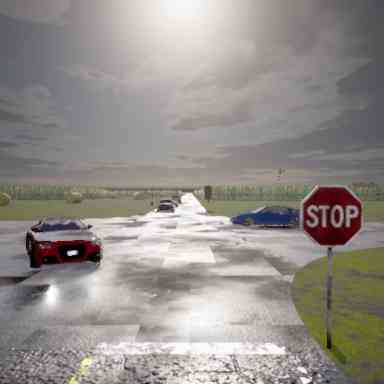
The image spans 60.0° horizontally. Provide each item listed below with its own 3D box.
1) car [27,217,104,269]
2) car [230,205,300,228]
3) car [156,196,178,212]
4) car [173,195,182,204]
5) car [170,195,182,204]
[{"bbox_3d":[-4.412,1.564,11.267,1.994,1.385,4.181,0,0,-30],"label":"car"},{"bbox_3d":[5.186,1.558,21.673,5.357,1.411,2.033,0,0,0],"label":"car"},{"bbox_3d":[-2.981,1.514,38.718,1.837,1.490,4.892,0,0,1],"label":"car"},{"bbox_3d":[-3.005,1.564,49.844,2.033,1.411,5.357,0,0,0],"label":"car"},{"bbox_3d":[-3.023,1.380,62.674,2.097,1.767,4.553,0,0,0],"label":"car"}]
